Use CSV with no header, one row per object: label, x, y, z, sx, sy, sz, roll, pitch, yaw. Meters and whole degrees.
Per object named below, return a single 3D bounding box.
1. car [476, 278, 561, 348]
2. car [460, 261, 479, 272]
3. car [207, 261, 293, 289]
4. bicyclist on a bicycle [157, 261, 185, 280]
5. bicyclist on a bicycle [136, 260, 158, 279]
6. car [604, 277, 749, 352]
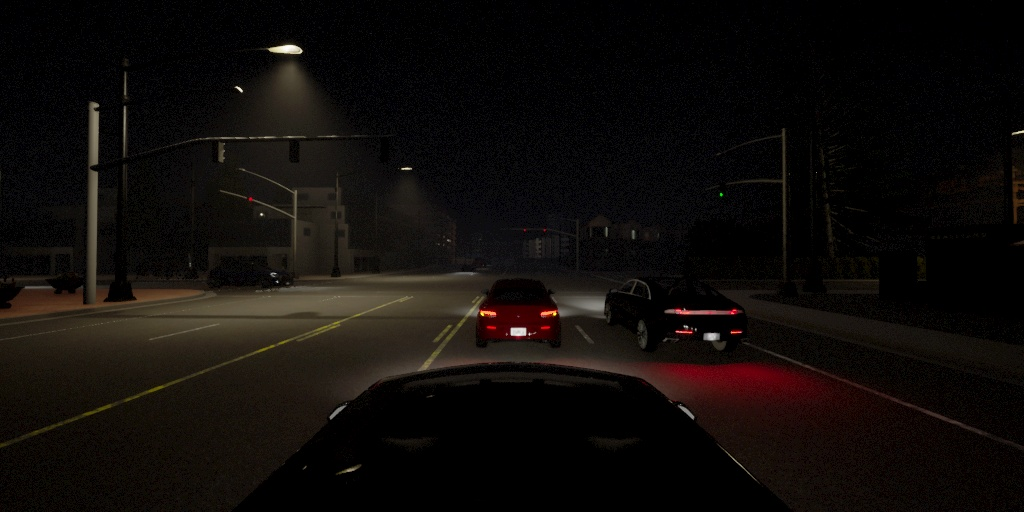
car,0.163,1.288,9.149,1.812,1.442,4.674,0,0,1
car,-6.451,1.742,53.191,1.895,1.301,4.718,0,0,1
car,-16.823,1.188,23.253,4.553,1.767,2.097,0,-1,-2
bicyclist on a bicycle,-29.295,1.231,31.027,1.656,1.620,0.582,1,-1,-22
bicyclist on a bicycle,-31.170,1.132,31.274,1.656,1.620,0.582,26,4,-27
car,3.654,1.250,8.904,2.128,1.511,4.902,0,0,1
